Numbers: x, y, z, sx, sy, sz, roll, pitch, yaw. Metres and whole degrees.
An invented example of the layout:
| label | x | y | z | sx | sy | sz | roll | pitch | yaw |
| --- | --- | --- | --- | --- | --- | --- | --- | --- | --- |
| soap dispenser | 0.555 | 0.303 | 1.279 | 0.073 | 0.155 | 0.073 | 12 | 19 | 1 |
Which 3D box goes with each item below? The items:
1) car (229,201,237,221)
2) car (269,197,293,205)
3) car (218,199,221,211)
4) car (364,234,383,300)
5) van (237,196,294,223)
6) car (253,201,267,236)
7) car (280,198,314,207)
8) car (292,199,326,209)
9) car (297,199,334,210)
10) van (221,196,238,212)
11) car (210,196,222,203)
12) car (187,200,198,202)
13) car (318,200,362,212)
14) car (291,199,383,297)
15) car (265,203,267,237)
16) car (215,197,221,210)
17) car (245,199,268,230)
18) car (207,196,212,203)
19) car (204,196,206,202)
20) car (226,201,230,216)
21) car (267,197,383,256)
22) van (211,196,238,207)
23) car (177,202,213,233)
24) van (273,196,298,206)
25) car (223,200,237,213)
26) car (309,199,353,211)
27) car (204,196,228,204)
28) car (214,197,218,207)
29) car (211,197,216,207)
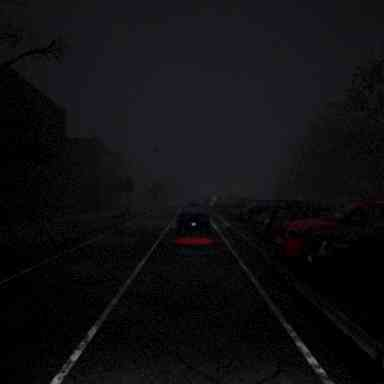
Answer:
| label | x | y | z | sx | sy | sz | roll | pitch | yaw |
| --- | --- | --- | --- | --- | --- | --- | --- | --- | --- |
| car | 5.630 | 1.646 | 24.951 | 5.008 | 1.535 | 2.097 | 0 | 0 | 0 |
| car | 18.607 | 1.895 | 69.848 | 4.553 | 1.767 | 2.185 | 0 | -1 | 0 |
| car | 5.643 | 1.748 | 36.164 | 4.792 | 1.488 | 2.163 | 0 | 0 | 0 |
| car | 5.669 | 1.560 | 5.328 | 4.674 | 1.452 | 2.002 | 0 | 0 | 0 |
| van | 5.524 | 1.403 | 22.149 | 4.442 | 1.987 | 1.878 | 0 | 0 | 0 |
| car | 5.619 | 1.467 | 16.542 | 4.553 | 1.767 | 2.185 | 0 | 0 | 0 |
| car | 18.466 | 1.907 | 58.709 | 5.366 | 1.575 | 1.946 | 0 | -1 | 0 |
| car | 18.632 | 1.886 | 53.138 | 4.792 | 1.488 | 2.163 | 0 | -1 | 0 |
| car | 18.696 | 1.859 | 50.353 | 4.792 | 1.488 | 2.163 | 0 | -1 | 0 |
| van | 5.502 | 1.475 | 33.362 | 4.442 | 1.987 | 1.878 | 0 | 0 | 0 |
| car | 5.583 | 1.827 | 50.173 | 4.892 | 1.521 | 2.231 | 0 | -1 | 0 |
| car | 0.079 | 1.782 | 40.407 | 1.837 | 1.490 | 4.892 | 0 | -1 | 0 |
| car | 18.680 | 1.801 | 42.123 | 4.674 | 1.452 | 2.002 | 0 | 0 | 0 |
| car | 5.638 | 1.287 | 8.134 | 5.566 | 2.045 | 2.435 | 0 | 0 | 0 |
| car | 5.625 | 1.449 | 13.739 | 4.553 | 1.767 | 2.185 | 0 | 0 | 0 |
| car | 5.794 | 1.734 | 38.968 | 5.366 | 1.575 | 1.946 | 0 | 0 | 0 |
| car | 5.677 | 1.485 | 19.346 | 4.553 | 1.767 | 2.185 | 0 | 0 | 0 |
| car | 5.611 | 1.602 | 52.982 | 5.566 | 2.045 | 2.435 | 0 | -1 | 0 |
| car | 5.587 | 1.768 | 69.800 | 5.566 | 2.045 | 2.435 | 0 | -1 | 0 |
| car | 5.600 | 1.694 | 27.754 | 4.792 | 1.488 | 2.163 | 0 | 0 | 0 |
| car | 5.633 | 1.305 | 10.937 | 5.566 | 2.045 | 2.435 | 0 | 0 | 0 |
| van | 5.688 | 1.682 | 58.589 | 4.442 | 1.987 | 1.878 | 0 | -1 | 0 |
| car | 0.089 | 1.621 | 20.566 | 1.882 | 1.535 | 5.008 | 0 | 0 | 0 |
| van | 18.756 | 1.765 | 67.069 | 4.442 | 1.987 | 1.878 | 0 | -1 | 0 |
| car | 5.595 | 1.712 | 30.557 | 4.792 | 1.488 | 2.163 | 0 | 0 | 0 |
| car | 18.672 | 1.782 | 44.784 | 5.008 | 1.535 | 2.097 | 0 | 0 | 0 |
| car | 5.584 | 1.874 | 78.210 | 5.566 | 2.045 | 2.435 | 0 | -1 | 0 |
| car | 5.598 | 1.756 | 41.767 | 5.008 | 1.535 | 2.097 | 0 | 0 | 0 |
| car | 5.564 | 1.831 | 47.375 | 4.792 | 1.488 | 2.163 | 0 | 0 | 0 |
